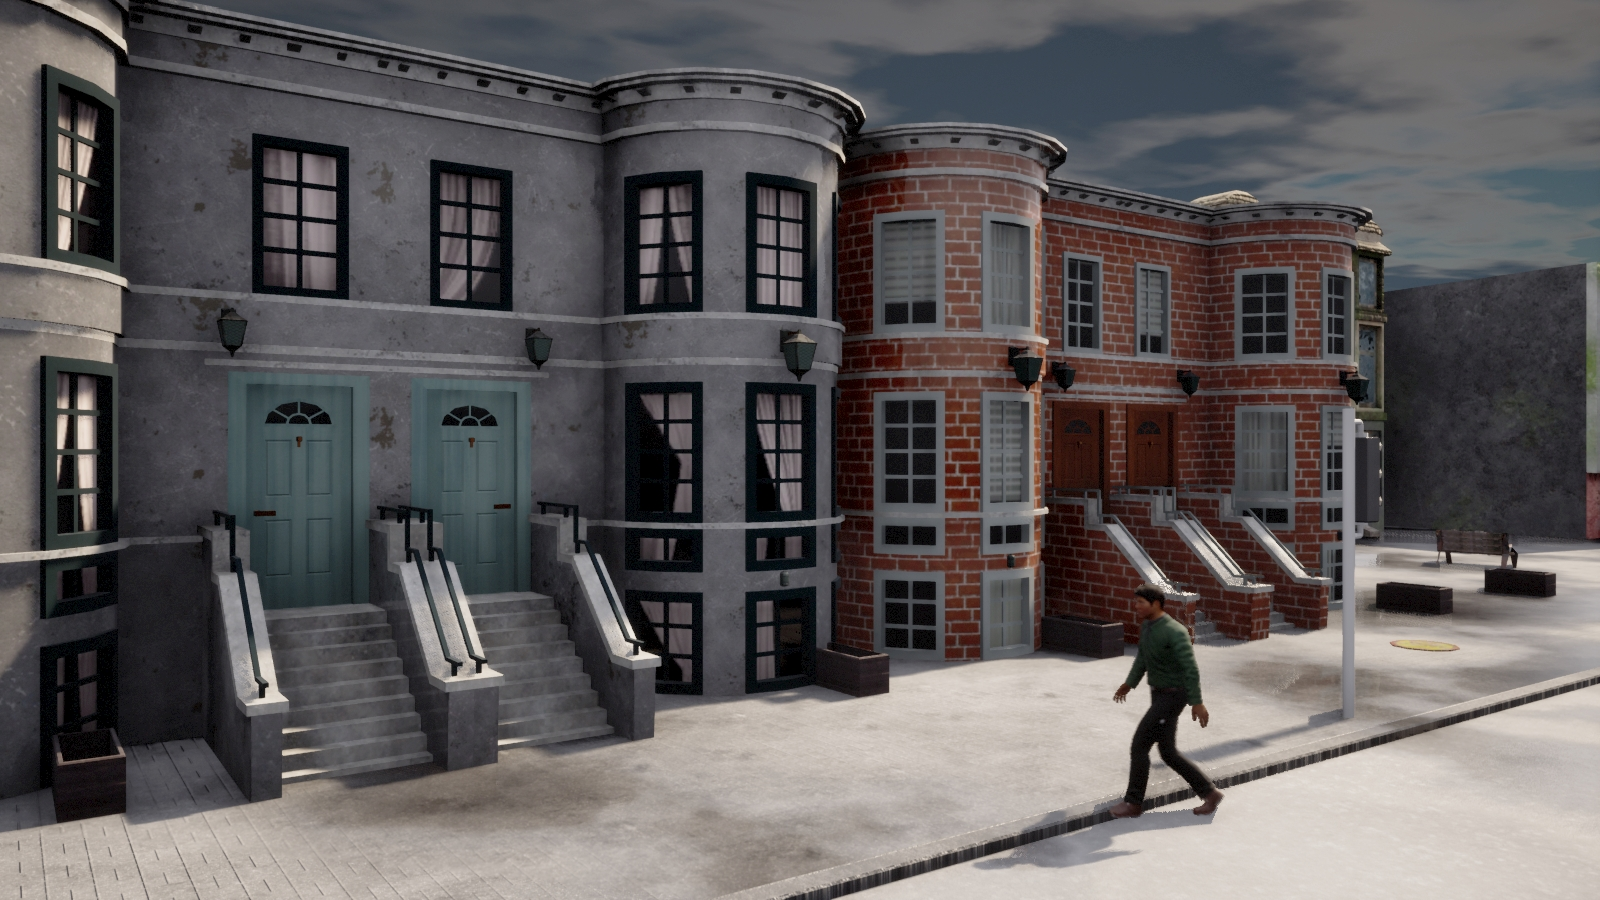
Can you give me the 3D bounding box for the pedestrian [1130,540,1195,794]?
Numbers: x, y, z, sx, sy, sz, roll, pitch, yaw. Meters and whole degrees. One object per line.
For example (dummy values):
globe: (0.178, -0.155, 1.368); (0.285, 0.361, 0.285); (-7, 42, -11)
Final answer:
pedestrian: (2.751, 1.629, 8.684); (0.375, 1.860, 0.375); (0, 0, -1)
